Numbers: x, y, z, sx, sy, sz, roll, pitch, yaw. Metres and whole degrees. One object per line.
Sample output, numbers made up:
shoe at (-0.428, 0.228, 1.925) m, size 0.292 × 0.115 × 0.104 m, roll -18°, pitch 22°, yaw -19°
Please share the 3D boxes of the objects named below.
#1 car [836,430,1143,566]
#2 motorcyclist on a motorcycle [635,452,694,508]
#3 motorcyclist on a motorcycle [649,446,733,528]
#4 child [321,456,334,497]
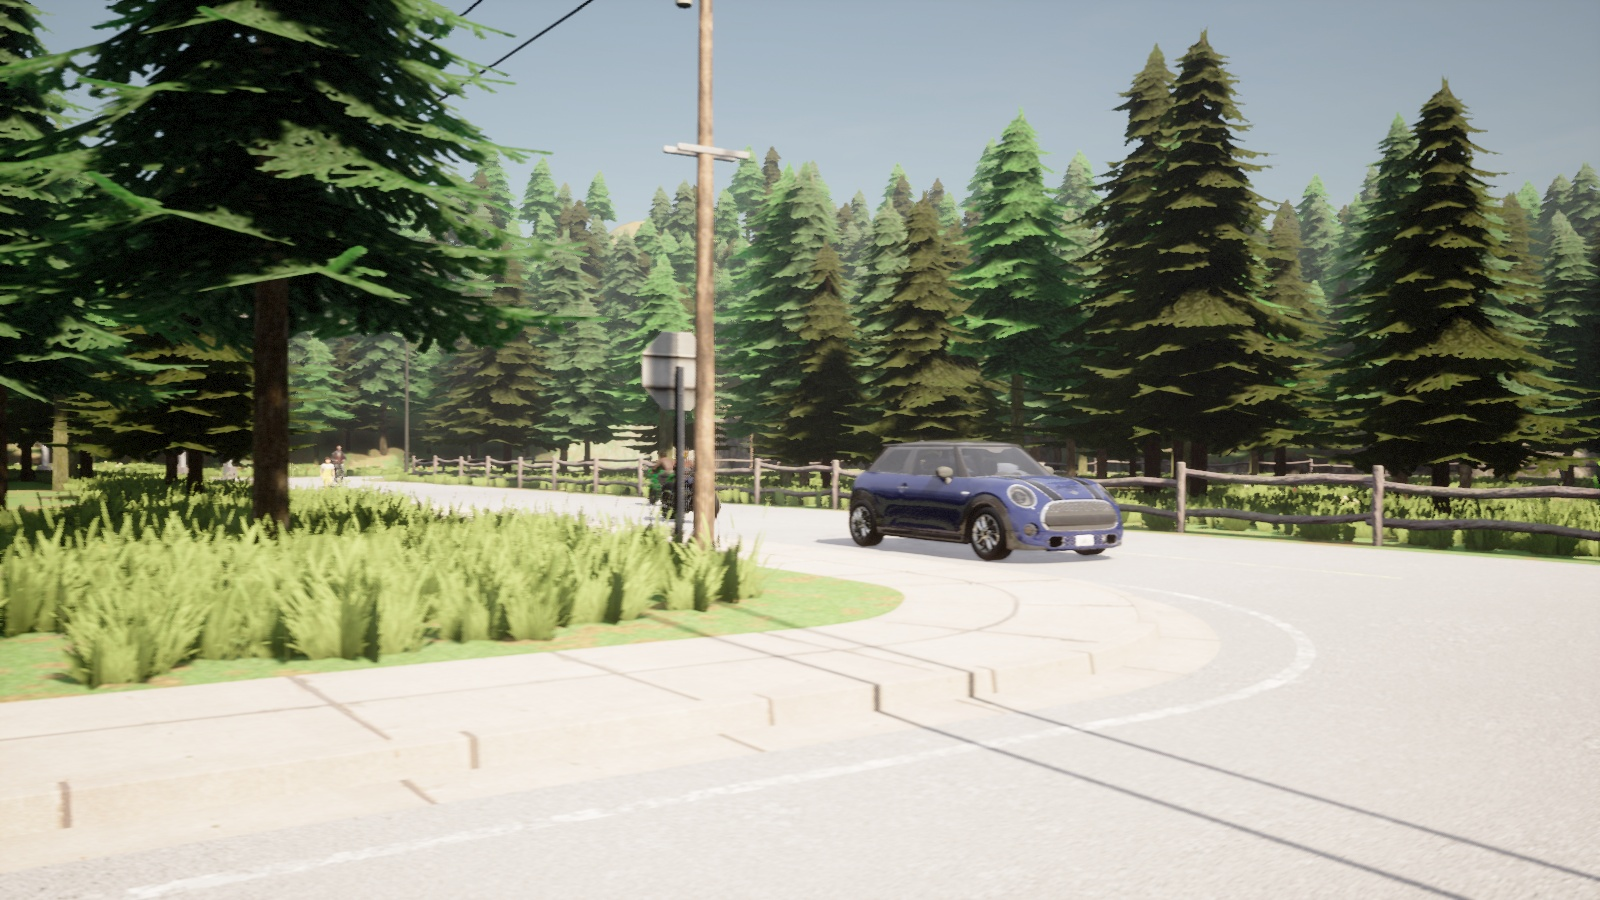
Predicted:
car at (2.667, 0.628, 18.804) m, size 2.097 × 1.767 × 4.553 m, roll 0°, pitch 0°, yaw -32°
motorcyclist on a motorcycle at (-3.823, 0.819, 35.267) m, size 0.797 × 1.523 × 2.044 m, roll 0°, pitch 0°, yaw -34°
motorcyclist on a motorcycle at (-2.345, 0.751, 26.706) m, size 0.766 × 1.649 × 2.350 m, roll 0°, pitch 0°, yaw -33°
child at (-14.435, 0.800, 38.338) m, size 0.270 × 1.263 × 0.437 m, roll 0°, pitch 0°, yaw -34°
